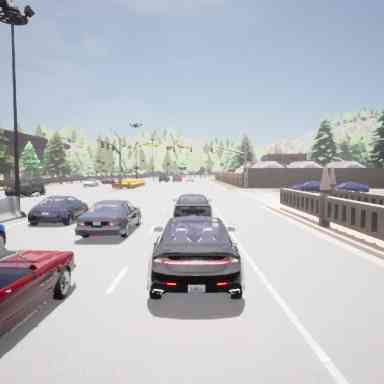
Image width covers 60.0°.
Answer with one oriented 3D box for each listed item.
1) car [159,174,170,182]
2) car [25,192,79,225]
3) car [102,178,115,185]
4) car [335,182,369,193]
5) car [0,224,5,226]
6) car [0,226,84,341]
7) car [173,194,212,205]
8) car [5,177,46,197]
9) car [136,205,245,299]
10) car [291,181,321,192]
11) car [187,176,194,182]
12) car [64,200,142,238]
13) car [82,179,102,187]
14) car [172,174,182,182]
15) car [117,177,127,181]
[{"bbox_3d":[-7.431,-3.611,86.977,2.150,2.045,5.566,0,3,0],"label":"car"},{"bbox_3d":[-6.979,0.879,17.794,1.994,1.385,4.181,0,3,0],"label":"car"},{"bbox_3d":[-17.847,-2.244,70.594,1.895,1.301,4.718,0,3,0],"label":"car"},{"bbox_3d":[18.041,-0.402,38.633,4.674,1.442,1.812,0,3,2],"label":"car"},{"bbox_3d":[-6.936,1.283,8.822,1.882,1.535,5.008,0,2,0],"label":"car"},{"bbox_3d":[-3.420,1.528,5.101,1.895,1.301,4.718,0,1,0],"label":"car"},{"bbox_3d":[0.026,0.815,17.454,1.882,1.535,5.008,0,3,-1],"label":"car"},{"bbox_3d":[-17.770,-0.535,35.804,2.150,2.045,5.566,0,3,0],"label":"car"},{"bbox_3d":[0.068,1.327,8.033,2.128,1.511,4.902,0,2,0],"label":"car"},{"bbox_3d":[15.004,-0.617,42.226,4.674,1.442,1.812,0,3,2],"label":"car"},{"bbox_3d":[-0.445,-3.458,89.668,1.812,1.442,4.674,0,3,0],"label":"car"},{"bbox_3d":[-3.465,1.050,14.616,2.033,1.411,5.357,0,3,0],"label":"car"},{"bbox_3d":[-17.855,-1.599,58.659,1.812,1.442,4.674,0,3,0],"label":"car"},{"bbox_3d":[-3.931,-3.612,86.995,2.150,2.045,5.566,0,3,0],"label":"car"},{"bbox_3d":[-17.923,-3.184,85.324,2.033,1.411,5.357,0,3,0],"label":"car"}]
